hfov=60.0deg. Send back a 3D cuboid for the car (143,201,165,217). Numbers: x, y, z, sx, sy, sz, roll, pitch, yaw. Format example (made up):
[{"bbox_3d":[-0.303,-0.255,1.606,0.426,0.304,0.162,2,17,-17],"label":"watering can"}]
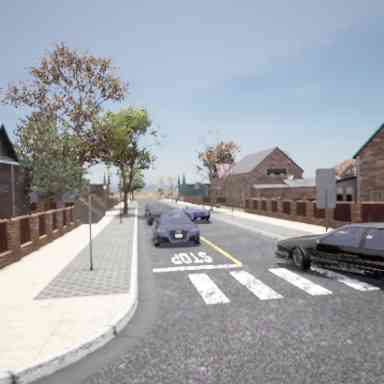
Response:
[{"bbox_3d":[-4.159,1.790,35.919,2.033,1.411,5.357,-2,0,-9],"label":"car"}]

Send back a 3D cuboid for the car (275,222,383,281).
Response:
[{"bbox_3d":[4.683,1.496,8.522,2.033,1.411,5.357,-1,0,-33],"label":"car"}]

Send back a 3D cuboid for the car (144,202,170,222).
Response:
[{"bbox_3d":[-2.512,1.656,25.876,1.882,1.535,5.008,-2,0,-9],"label":"car"}]

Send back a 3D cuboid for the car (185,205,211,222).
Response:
[{"bbox_3d":[0.142,1.711,27.127,1.895,1.301,4.718,-2,0,-9],"label":"car"}]

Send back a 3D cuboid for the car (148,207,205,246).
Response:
[{"bbox_3d":[-0.875,1.677,15.946,1.994,1.385,4.181,-2,0,-9],"label":"car"}]
